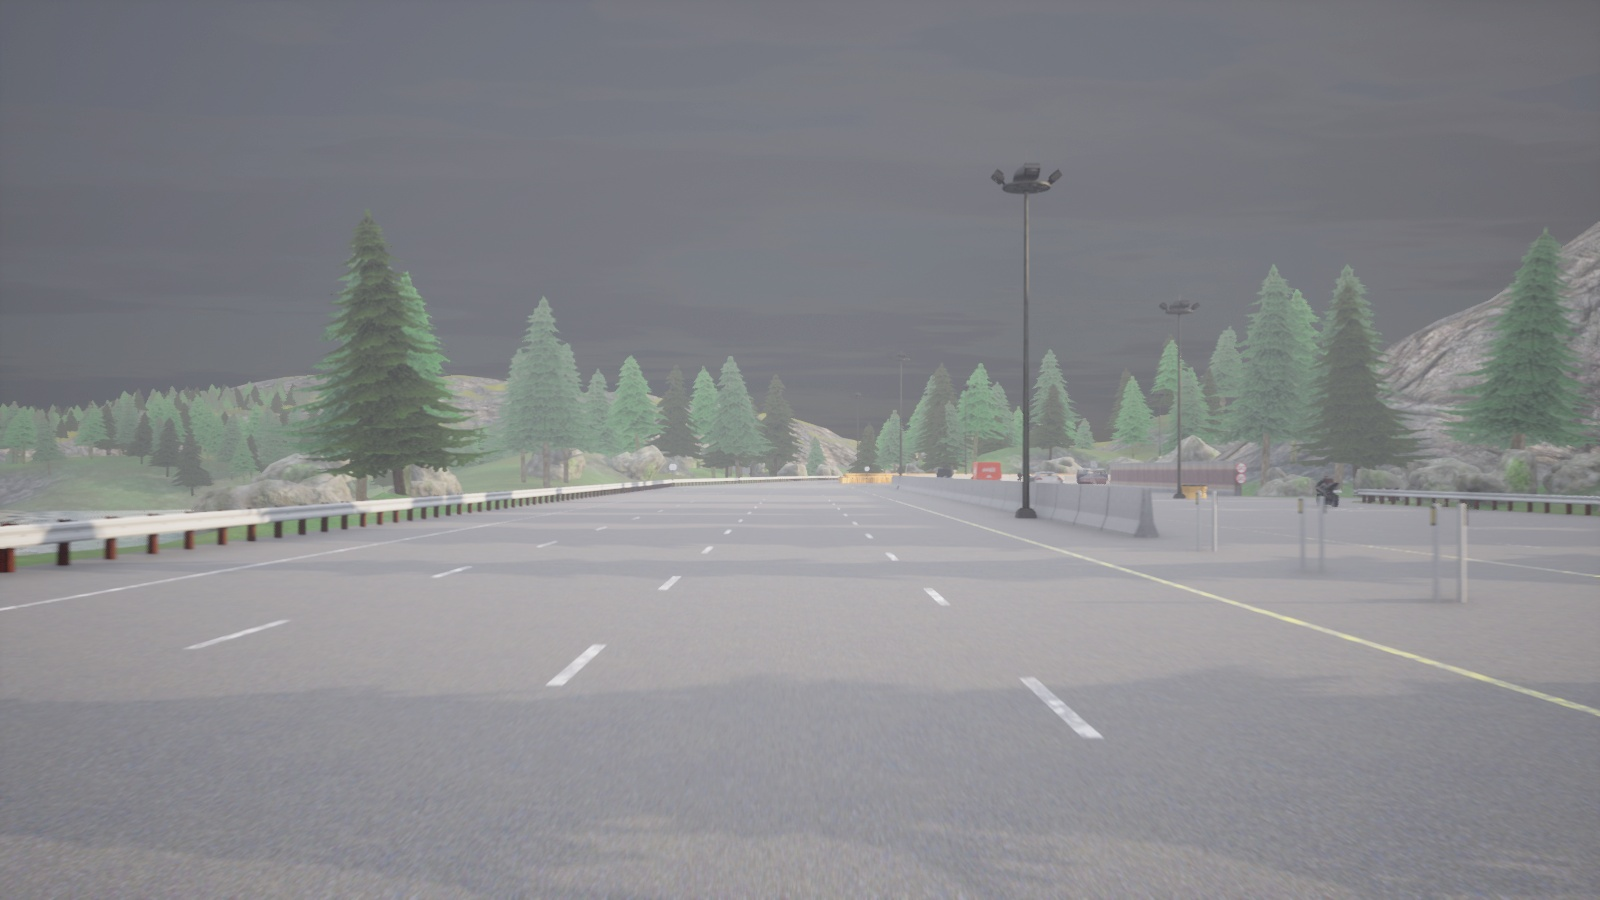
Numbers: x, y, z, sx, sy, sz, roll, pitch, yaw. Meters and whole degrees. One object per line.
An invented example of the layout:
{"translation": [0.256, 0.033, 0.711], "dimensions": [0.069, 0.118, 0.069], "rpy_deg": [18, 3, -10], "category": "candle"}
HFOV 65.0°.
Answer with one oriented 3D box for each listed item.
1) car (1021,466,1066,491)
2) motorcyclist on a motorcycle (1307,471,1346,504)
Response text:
{"translation": [17.209, 2.008, 88.977], "dimensions": [2.152, 1.651, 5.027], "rpy_deg": [0, -1, 0], "category": "car"}
{"translation": [24.361, 1.722, 58.134], "dimensions": [0.866, 1.530, 2.191], "rpy_deg": [0, -1, 0], "category": "motorcyclist on a motorcycle"}
